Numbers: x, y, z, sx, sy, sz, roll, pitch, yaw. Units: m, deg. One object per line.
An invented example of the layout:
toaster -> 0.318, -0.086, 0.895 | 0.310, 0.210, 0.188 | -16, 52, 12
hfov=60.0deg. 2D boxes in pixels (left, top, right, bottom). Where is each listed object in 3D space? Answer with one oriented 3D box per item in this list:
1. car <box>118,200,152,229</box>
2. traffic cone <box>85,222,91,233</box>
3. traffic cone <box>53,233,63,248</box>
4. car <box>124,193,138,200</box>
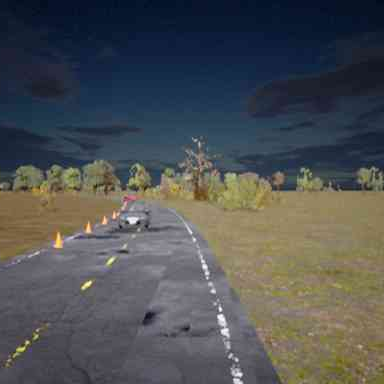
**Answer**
car -> -3.668, 1.504, 21.913 | 2.128, 1.511, 4.902 | 0, 0, -5
traffic cone -> -5.786, 1.967, 18.620 | 0.340, 0.580, 0.340 | 0, 0, -4
traffic cone -> -5.482, 1.964, 13.676 | 0.340, 0.580, 0.340 | 0, 0, -3
car -> -13.938, 1.229, 75.532 | 2.150, 2.045, 5.566 | 0, 0, -24
